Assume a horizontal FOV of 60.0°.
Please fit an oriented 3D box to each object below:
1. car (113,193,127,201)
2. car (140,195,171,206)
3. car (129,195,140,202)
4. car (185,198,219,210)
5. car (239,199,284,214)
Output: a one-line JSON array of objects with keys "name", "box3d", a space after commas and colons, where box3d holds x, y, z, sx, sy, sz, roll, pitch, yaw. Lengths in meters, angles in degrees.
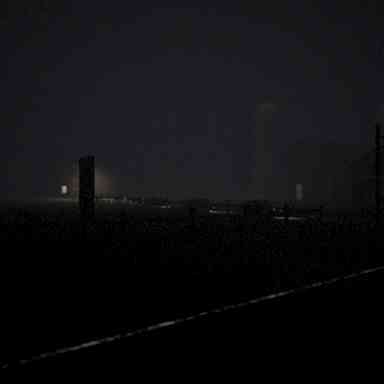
[{"name": "car", "box3d": [-13.943, 1.067, 65.793, 1.837, 1.490, 4.892, 0, 1, -36]}, {"name": "car", "box3d": [-5.214, 1.302, 48.817, 2.033, 1.411, 5.357, 0, 1, -36]}, {"name": "car", "box3d": [-9.078, 1.247, 59.067, 1.895, 1.301, 4.718, 0, 1, -36]}, {"name": "car", "box3d": [0.977, 1.404, 40.212, 2.033, 1.411, 5.357, 0, 1, -36]}, {"name": "car", "box3d": [6.696, 1.455, 32.273, 1.837, 1.490, 4.892, 0, 1, -36]}]
